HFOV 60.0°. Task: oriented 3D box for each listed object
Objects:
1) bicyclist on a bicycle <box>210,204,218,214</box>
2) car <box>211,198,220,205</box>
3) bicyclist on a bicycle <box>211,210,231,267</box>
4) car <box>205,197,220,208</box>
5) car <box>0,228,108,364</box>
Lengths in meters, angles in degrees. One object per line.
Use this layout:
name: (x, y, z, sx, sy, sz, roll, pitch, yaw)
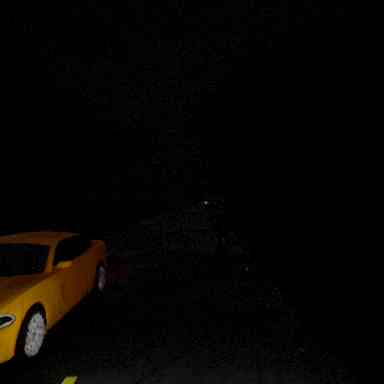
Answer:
bicyclist on a bicycle: (1.320, 1.565, 19.675, 0.582, 1.620, 1.656, 0, -1, 2)
car: (5.186, 2.021, 73.712, 1.882, 1.535, 5.008, 0, 0, 6)
bicyclist on a bicycle: (1.006, 1.510, 10.721, 0.582, 1.620, 1.656, 0, -1, 1)
car: (3.554, 1.950, 56.960, 2.033, 1.411, 5.357, 0, 0, 6)
car: (-3.008, 1.508, 6.125, 1.882, 1.535, 5.008, 0, 0, 1)
